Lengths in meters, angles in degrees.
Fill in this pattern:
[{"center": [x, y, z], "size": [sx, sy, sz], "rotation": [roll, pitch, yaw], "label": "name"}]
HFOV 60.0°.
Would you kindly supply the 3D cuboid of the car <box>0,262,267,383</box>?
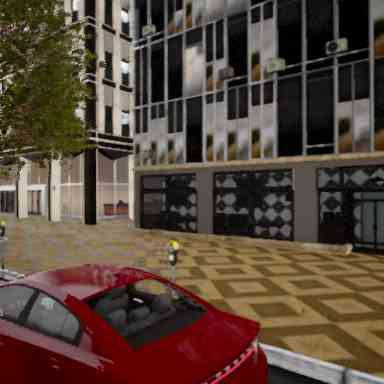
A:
[{"center": [-1.397, 1.524, 3.880], "size": [4.507, 1.381, 1.887], "rotation": [0, 0, 36], "label": "car"}]
